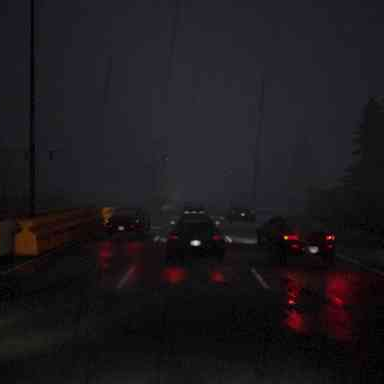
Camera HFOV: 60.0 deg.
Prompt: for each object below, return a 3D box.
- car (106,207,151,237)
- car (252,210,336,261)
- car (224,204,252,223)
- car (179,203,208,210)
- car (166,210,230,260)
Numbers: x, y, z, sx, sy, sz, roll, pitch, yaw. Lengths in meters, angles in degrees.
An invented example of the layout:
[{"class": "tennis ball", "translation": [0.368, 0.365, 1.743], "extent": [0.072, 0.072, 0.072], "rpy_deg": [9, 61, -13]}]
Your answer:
[{"class": "car", "translation": [-3.385, 1.539, 18.126], "extent": [1.812, 1.442, 4.674], "rpy_deg": [0, 0, 0]}, {"class": "car", "translation": [3.614, 1.536, 12.179], "extent": [1.812, 1.442, 4.674], "rpy_deg": [0, 0, 0]}, {"class": "car", "translation": [3.636, 1.584, 25.715], "extent": [1.994, 1.385, 4.181], "rpy_deg": [0, 0, 0]}, {"class": "car", "translation": [0.133, 1.510, 23.479], "extent": [2.128, 1.511, 4.902], "rpy_deg": [0, 0, 0]}, {"class": "car", "translation": [0.117, 1.574, 12.453], "extent": [1.994, 1.385, 4.181], "rpy_deg": [0, 0, 0]}]
